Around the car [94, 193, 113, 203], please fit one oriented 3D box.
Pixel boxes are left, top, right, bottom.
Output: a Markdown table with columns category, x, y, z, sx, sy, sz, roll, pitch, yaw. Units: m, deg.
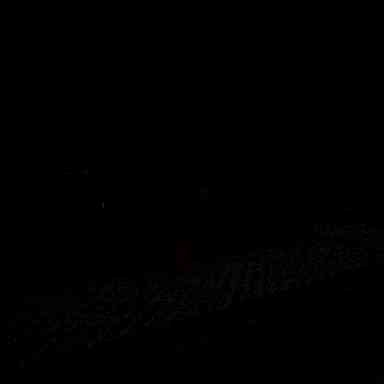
| category | x | y | z | sx | sy | sz | roll | pitch | yaw |
| --- | --- | --- | --- | --- | --- | --- | --- | --- | --- |
| car | -13.471 | 0.887 | 50.618 | 1.837 | 1.490 | 4.892 | -4 | 3 | -36 |
